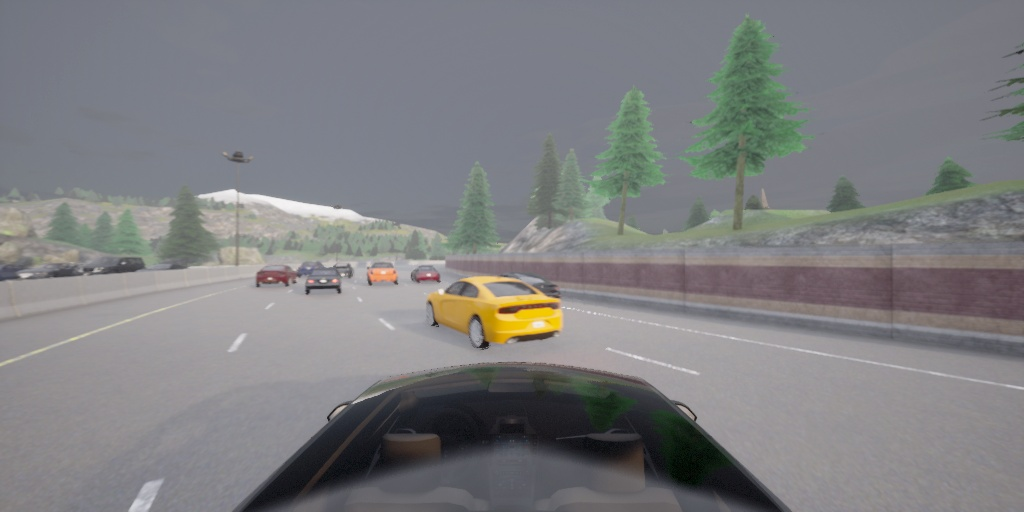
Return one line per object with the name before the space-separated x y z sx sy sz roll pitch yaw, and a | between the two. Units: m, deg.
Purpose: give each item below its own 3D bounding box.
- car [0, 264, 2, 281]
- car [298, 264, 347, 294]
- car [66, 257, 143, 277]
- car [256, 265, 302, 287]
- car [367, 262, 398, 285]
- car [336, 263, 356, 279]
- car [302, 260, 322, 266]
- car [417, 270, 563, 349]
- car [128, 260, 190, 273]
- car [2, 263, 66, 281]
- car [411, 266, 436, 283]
car | -40.334 1.366 28.209 2.033 1.411 5.357 0 0 -18
car | -11.116 1.405 21.364 2.033 1.411 5.357 0 -1 -25
car | -33.647 1.073 30.295 2.150 2.045 5.566 0 -1 -18
car | -16.742 1.351 25.698 1.882 1.535 5.008 0 -1 -23
car | -10.290 1.264 28.342 2.097 1.767 4.553 0 0 -23
car | -16.737 1.437 35.585 2.128 1.511 4.902 0 0 -19
car | -21.342 1.304 38.565 2.097 1.767 4.553 0 -1 -17
car | -0.748 1.282 9.547 1.882 1.535 5.008 0 0 -32
car | -30.275 1.351 31.247 1.882 1.535 5.008 0 -1 -19
car | -36.868 1.327 28.898 2.128 1.511 4.902 0 -1 -19
car | -7.393 1.501 30.475 1.994 1.385 4.181 0 0 -22
